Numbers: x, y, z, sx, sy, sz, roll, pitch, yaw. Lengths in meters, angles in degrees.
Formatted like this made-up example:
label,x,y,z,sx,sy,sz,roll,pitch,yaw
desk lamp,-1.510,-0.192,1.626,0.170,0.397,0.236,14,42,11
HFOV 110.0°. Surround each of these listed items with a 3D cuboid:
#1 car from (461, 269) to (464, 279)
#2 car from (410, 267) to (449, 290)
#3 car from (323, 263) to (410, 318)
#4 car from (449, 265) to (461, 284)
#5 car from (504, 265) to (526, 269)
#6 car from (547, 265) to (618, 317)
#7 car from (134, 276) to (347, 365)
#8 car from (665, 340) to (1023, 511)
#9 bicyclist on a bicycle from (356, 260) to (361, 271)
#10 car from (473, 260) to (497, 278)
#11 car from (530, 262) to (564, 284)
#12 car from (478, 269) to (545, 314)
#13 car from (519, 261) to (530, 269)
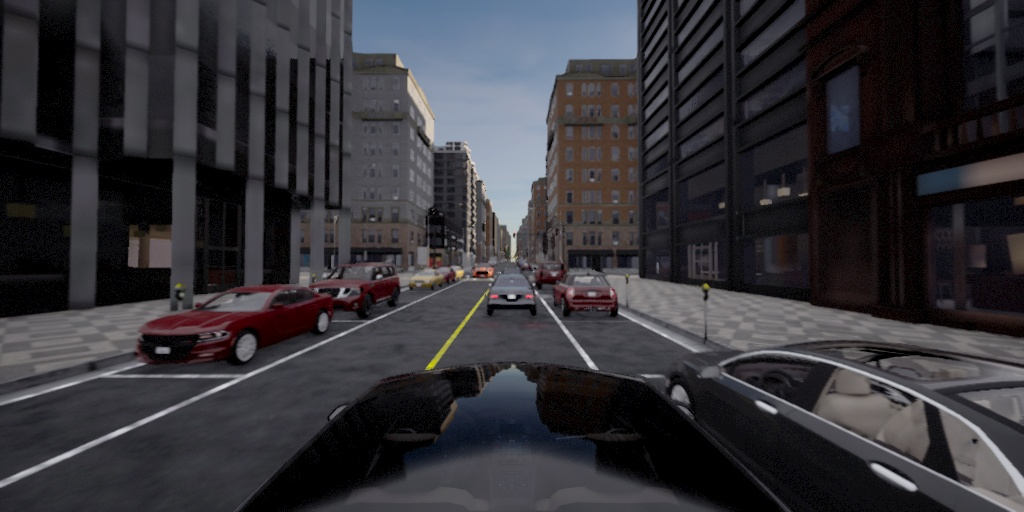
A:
label,x,y,z,sx,sy,sz,roll,pitch,yaw
car,-5.884,1.634,36.206,1.751,1.417,4.829,0,0,0
car,-5.875,1.517,24.957,1.751,1.417,4.829,0,0,0
car,-5.866,1.190,13.878,2.192,1.841,5.009,0,0,0
car,-5.880,1.596,30.751,1.888,1.381,4.507,0,0,0
car,-0.003,1.646,30.117,1.895,1.301,4.718,0,-1,0
car,2.660,1.316,13.876,1.967,1.591,4.097,0,0,0
car,-5.862,1.362,8.254,1.888,1.381,4.507,0,0,0
car,2.668,1.310,2.629,2.007,1.370,4.403,0,0,0
bicyclist on a bicycle,-23.053,1.440,53.833,0.582,1.620,1.656,0,-1,0
car,-3.049,1.490,39.109,2.097,1.767,4.553,0,-1,0
car,2.651,1.307,25.125,2.192,1.841,5.009,0,0,0
car,0.000,1.429,14.379,2.033,1.411,5.357,0,-1,0
car,2.621,1.973,63.391,1.802,1.307,4.207,0,0,0
